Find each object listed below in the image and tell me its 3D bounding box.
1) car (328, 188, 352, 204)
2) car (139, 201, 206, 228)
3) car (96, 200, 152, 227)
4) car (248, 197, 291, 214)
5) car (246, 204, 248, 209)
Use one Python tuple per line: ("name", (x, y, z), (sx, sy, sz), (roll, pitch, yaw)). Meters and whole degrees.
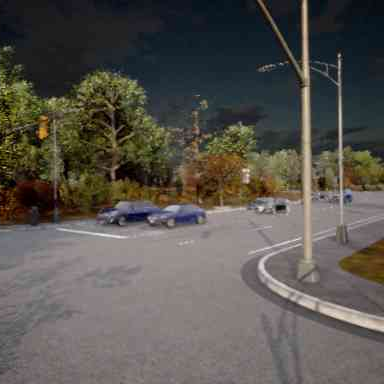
("car", (21.480, 0.534, 48.069), (2.150, 2.045, 5.566), (-1, 1, 39))
("car", (-0.949, 1.495, 22.022), (1.812, 1.442, 4.674), (-1, 0, 41))
("car", (-4.418, 1.368, 23.362), (2.097, 1.767, 4.553), (-1, 0, 41))
("car", (7.877, 1.293, 32.281), (2.128, 1.511, 4.902), (-1, 1, 41))
("car", (8.274, 1.304, 38.106), (2.033, 1.411, 5.357), (-1, 1, 41))
